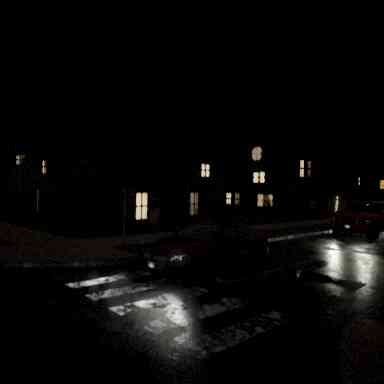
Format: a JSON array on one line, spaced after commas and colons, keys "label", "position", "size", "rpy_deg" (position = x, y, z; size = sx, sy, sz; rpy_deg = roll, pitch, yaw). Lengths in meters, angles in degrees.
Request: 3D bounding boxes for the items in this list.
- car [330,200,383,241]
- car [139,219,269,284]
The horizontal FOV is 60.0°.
[{"label": "car", "position": [10.136, 1.516, 19.286], "size": [5.566, 2.045, 2.150], "rpy_deg": [2, 1, -43]}, {"label": "car", "position": [0.595, 1.586, 10.056], "size": [1.812, 1.442, 4.674], "rpy_deg": [3, 1, 44]}]
